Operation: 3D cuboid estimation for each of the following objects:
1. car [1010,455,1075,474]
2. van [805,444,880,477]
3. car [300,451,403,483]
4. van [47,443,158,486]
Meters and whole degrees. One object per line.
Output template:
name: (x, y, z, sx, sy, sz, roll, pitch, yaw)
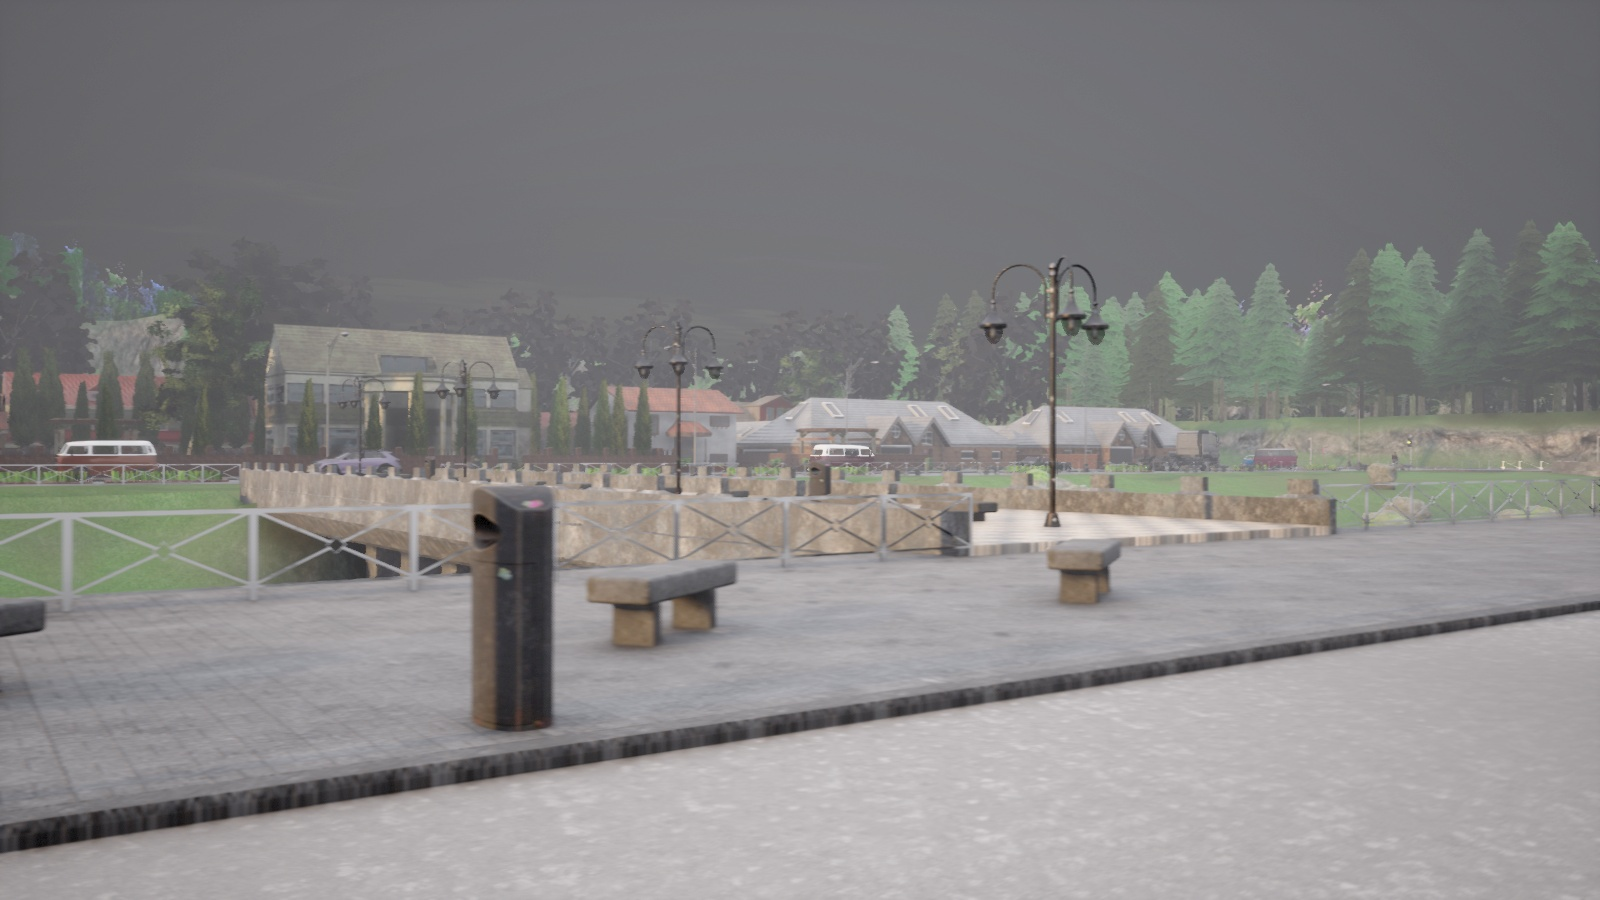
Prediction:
car: (17.734, 1.033, 91.750, 4.718, 1.301, 1.895, 0, 0, -35)
van: (2.784, 0.662, 81.351, 4.480, 2.038, 2.069, 0, 0, -35)
car: (-24.084, 0.891, 67.531, 4.856, 1.649, 2.033, 0, 0, -35)
van: (-33.754, 0.689, 60.804, 4.480, 2.038, 2.069, 0, 0, -35)
